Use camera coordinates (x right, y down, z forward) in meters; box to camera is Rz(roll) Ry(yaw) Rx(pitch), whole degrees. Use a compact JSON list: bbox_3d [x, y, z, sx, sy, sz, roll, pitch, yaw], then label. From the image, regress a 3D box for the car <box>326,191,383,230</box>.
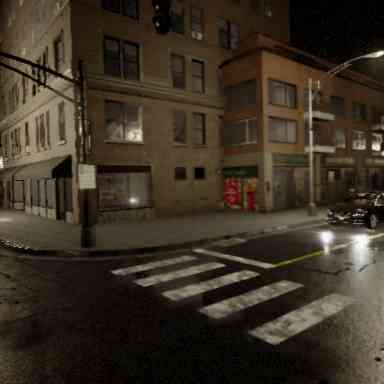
[{"bbox_3d":[8.118,0.757,15.441,4.892,1.490,1.837,-3,3,-39],"label":"car"}]
